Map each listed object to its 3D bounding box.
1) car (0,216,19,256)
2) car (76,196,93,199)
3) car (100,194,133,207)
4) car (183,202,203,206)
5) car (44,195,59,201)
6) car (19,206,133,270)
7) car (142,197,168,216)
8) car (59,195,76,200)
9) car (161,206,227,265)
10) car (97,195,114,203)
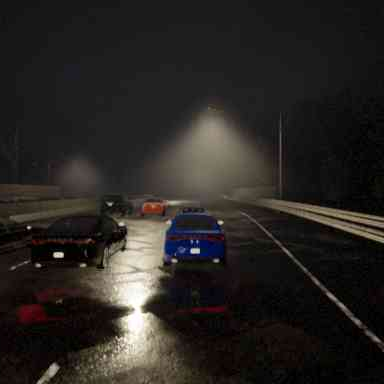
[{"bbox_3d":[-6.903,1.524,11.173,2.033,1.411,5.357,0,0,0],"label":"car"},{"bbox_3d":[-21.011,1.450,66.741,1.994,1.385,4.181,0,0,0],"label":"car"},{"bbox_3d":[-6.904,1.166,30.775,2.150,2.045,5.566,0,0,0],"label":"car"},{"bbox_3d":[0.094,1.547,30.127,1.895,1.301,4.718,0,0,0],"label":"car"},{"bbox_3d":[-28.011,1.422,66.739,2.128,1.511,4.902,0,0,0],"label":"car"},{"bbox_3d":[-3.406,1.454,10.980,1.882,1.535,5.008,0,0,0],"label":"car"},{"bbox_3d":[-3.407,1.296,31.397,2.097,1.767,4.553,0,0,0],"label":"car"},{"bbox_3d":[-24.511,1.416,67.573,2.128,1.511,4.902,0,0,0],"label":"car"},{"bbox_3d":[0.094,1.453,11.574,1.882,1.535,5.008,0,0,0],"label":"car"},{"bbox_3d":[-17.511,1.431,67.574,2.033,1.411,5.357,0,0,0],"label":"car"}]
